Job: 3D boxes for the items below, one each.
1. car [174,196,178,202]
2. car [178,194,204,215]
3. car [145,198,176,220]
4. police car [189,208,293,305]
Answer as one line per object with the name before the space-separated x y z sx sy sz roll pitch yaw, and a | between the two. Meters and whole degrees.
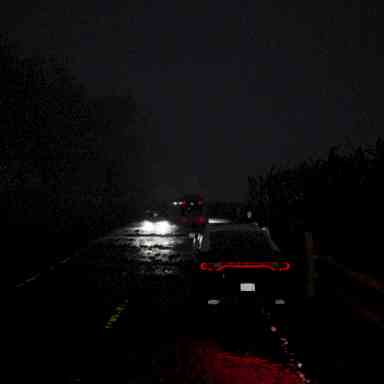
car | -2.863 1.560 70.756 1.994 1.385 4.181 0 0 0
car | 0.009 1.216 33.864 2.150 2.045 5.566 0 0 0
car | -2.795 1.487 27.951 2.128 1.511 4.902 0 0 0
police car | 0.948 1.423 8.268 1.930 1.638 5.238 0 0 0
